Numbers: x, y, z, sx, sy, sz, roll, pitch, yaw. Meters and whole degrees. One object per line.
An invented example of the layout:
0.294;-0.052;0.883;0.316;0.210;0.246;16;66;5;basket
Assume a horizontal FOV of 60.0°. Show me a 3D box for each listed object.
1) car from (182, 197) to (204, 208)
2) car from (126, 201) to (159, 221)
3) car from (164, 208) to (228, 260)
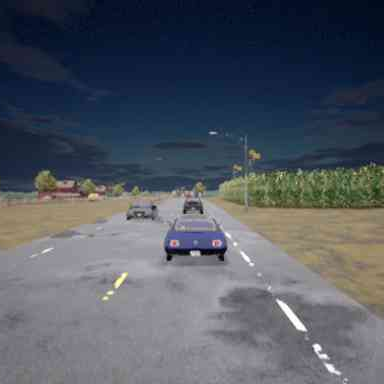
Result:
0.105;1.228;32.961;1.837;1.490;4.892;0;1;0;car
-3.590;1.334;24.662;1.994;1.385;4.181;0;0;0;car
0.104;1.471;11.782;1.895;1.301;4.718;0;1;0;car
